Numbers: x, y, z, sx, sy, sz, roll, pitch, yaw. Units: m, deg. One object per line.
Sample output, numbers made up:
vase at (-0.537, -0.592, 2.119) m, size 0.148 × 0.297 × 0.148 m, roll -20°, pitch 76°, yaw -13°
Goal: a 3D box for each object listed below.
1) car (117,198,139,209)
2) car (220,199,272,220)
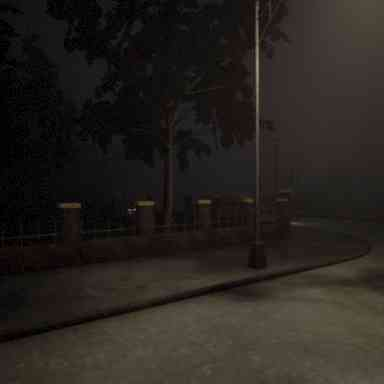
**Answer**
car at (-8.249, 1.449, 43.393) m, size 1.994 × 1.385 × 4.181 m, roll 0°, pitch 0°, yaw -35°
car at (3.968, 1.362, 26.067) m, size 1.882 × 1.535 × 5.008 m, roll 0°, pitch 0°, yaw -35°
